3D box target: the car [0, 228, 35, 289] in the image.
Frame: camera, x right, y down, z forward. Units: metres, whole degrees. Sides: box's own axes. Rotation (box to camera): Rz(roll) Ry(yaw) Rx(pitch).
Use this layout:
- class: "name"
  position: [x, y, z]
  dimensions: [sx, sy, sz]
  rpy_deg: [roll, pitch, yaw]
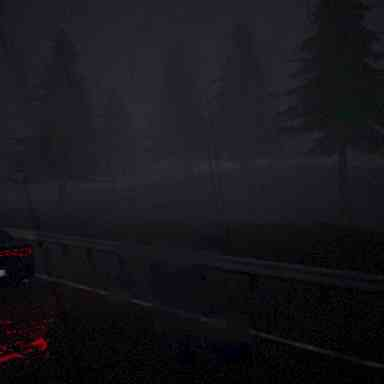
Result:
- class: "car"
  position: [-5.823, 1.479, 8.118]
  dimensions: [5.008, 1.535, 1.882]
  rpy_deg: [0, 0, 37]
